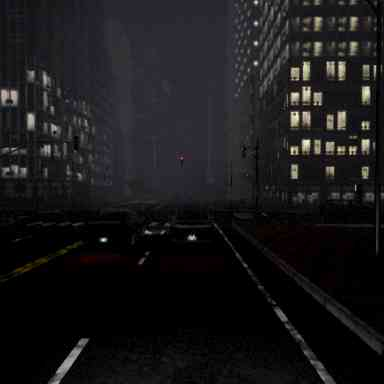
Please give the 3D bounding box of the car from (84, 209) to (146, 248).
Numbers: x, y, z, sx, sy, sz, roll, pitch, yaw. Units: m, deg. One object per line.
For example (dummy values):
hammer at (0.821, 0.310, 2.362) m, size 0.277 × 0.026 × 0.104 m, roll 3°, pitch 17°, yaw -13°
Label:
car at (-3.250, 1.507, 14.652) m, size 1.837 × 1.490 × 4.892 m, roll 0°, pitch 0°, yaw 0°

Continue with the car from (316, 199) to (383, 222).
car at (12.951, 1.517, 27.794) m, size 5.009 × 1.841 × 2.192 m, roll 1°, pitch 0°, yaw 1°

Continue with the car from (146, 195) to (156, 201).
car at (-9.750, 1.444, 79.647) m, size 1.812 × 1.442 × 4.674 m, roll 0°, pitch 0°, yaw 0°

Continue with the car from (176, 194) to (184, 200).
car at (-3.250, 1.220, 89.002) m, size 1.882 × 1.535 × 5.008 m, roll 0°, pitch 0°, yaw 0°

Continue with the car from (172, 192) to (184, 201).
car at (-3.249, 1.041, 75.280) m, size 2.150 × 2.045 × 5.566 m, roll 0°, pitch 0°, yaw 0°

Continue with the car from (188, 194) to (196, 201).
car at (0.000, 1.373, 75.666) m, size 2.033 × 1.411 × 5.357 m, roll 0°, pitch 0°, yaw 0°

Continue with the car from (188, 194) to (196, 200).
car at (0.000, 1.295, 89.001) m, size 1.994 × 1.385 × 4.181 m, roll 0°, pitch 0°, yaw 0°

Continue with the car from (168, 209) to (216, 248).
car at (0.000, 1.485, 14.652) m, size 2.128 × 1.511 × 4.902 m, roll 0°, pitch 0°, yaw 0°
